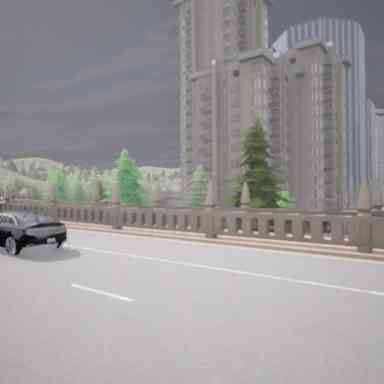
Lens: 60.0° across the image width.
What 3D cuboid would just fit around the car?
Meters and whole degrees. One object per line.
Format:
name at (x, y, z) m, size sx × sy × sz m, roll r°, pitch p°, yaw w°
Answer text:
car at (-6.991, 1.515, 13.287) m, size 4.902 × 1.511 × 2.128 m, roll 0°, pitch 0°, yaw 36°
